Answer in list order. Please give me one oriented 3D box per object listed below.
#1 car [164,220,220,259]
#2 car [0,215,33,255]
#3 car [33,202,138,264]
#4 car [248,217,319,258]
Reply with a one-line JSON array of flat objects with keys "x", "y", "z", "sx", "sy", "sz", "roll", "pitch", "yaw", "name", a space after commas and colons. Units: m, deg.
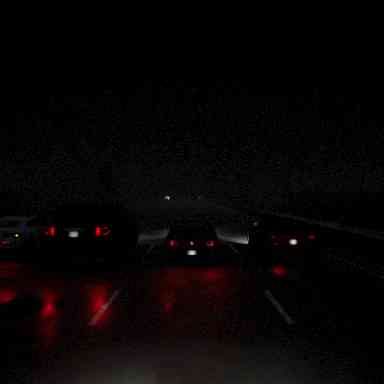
[{"x": 0.017, "y": 1.750, "z": 13.234, "sx": 1.895, "sy": 1.301, "sz": 4.718, "roll": 0, "pitch": -1, "yaw": 0, "name": "car"}, {"x": -6.976, "y": 1.681, "z": 13.879, "sx": 1.812, "sy": 1.442, "sz": 4.674, "roll": 0, "pitch": 0, "yaw": 1, "name": "car"}, {"x": -3.492, "y": 1.366, "z": 12.546, "sx": 2.150, "sy": 2.045, "sz": 5.566, "roll": 0, "pitch": 0, "yaw": 0, "name": "car"}, {"x": 3.523, "y": 1.716, "z": 13.500, "sx": 1.994, "sy": 1.385, "sz": 4.181, "roll": 0, "pitch": -1, "yaw": 0, "name": "car"}]
